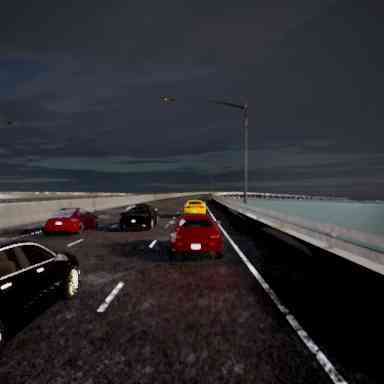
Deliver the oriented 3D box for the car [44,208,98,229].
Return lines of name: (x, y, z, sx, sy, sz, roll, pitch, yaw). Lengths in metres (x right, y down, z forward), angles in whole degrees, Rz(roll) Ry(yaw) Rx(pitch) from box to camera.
car: (-6.822, 1.585, 19.068, 1.994, 1.385, 4.181, 0, 0, 0)

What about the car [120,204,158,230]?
car: (-3.305, 1.501, 21.403, 1.882, 1.535, 5.008, 0, 0, 0)

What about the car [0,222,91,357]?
car: (-3.388, 1.512, 5.480, 1.837, 1.490, 4.892, 0, 0, 0)

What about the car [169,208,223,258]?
car: (0.127, 1.541, 12.690, 1.812, 1.442, 4.674, 0, 0, 0)

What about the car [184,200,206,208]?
car: (0.289, 1.508, 30.975, 1.882, 1.535, 5.008, 0, 0, 1)
